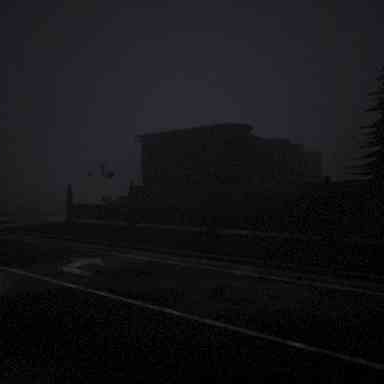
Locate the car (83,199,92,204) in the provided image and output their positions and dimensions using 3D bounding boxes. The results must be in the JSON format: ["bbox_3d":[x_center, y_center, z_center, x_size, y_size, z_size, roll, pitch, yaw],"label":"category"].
[{"bbox_3d":[-18.939,1.801,66.230,2.033,1.411,5.357,0,0,36],"label":"car"}]

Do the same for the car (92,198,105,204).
[{"bbox_3d":[-16.234,1.844,64.019,1.895,1.301,4.718,0,0,36],"label":"car"}]
